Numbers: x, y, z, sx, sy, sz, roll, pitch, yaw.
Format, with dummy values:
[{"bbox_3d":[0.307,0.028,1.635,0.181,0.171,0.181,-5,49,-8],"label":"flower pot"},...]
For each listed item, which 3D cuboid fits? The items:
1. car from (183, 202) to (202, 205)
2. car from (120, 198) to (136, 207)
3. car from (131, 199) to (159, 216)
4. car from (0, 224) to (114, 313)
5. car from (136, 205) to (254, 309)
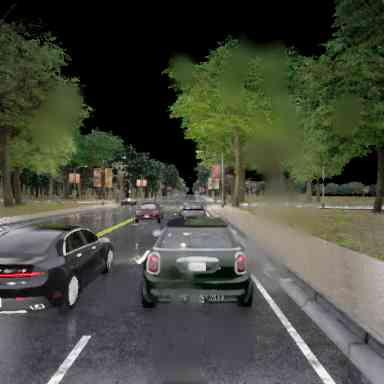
[{"bbox_3d":[0.058,1.500,24.375,2.128,1.511,4.902,0,0,0],"label":"car"},{"bbox_3d":[-9.835,1.657,51.872,1.895,1.301,4.718,0,0,0],"label":"car"},{"bbox_3d":[-3.193,1.535,25.648,1.812,1.442,4.674,0,0,0],"label":"car"},{"bbox_3d":[-3.163,1.506,7.705,1.837,1.490,4.892,0,0,0],"label":"car"},{"bbox_3d":[0.089,1.351,8.046,2.097,1.767,4.553,0,0,0],"label":"car"}]
